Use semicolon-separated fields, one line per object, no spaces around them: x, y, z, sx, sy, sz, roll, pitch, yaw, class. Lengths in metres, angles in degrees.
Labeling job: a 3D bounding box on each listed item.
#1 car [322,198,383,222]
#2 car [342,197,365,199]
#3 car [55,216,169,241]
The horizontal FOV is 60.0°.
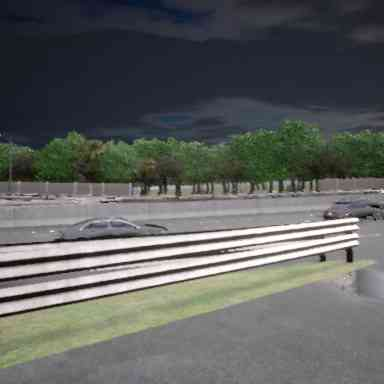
11.350;1.392;23.418;4.181;1.385;1.994;-2;1;-18;car
14.013;1.161;27.994;4.902;1.511;2.128;-2;1;-18;car
-3.438;1.836;14.765;4.902;1.511;2.128;-2;1;-19;car
